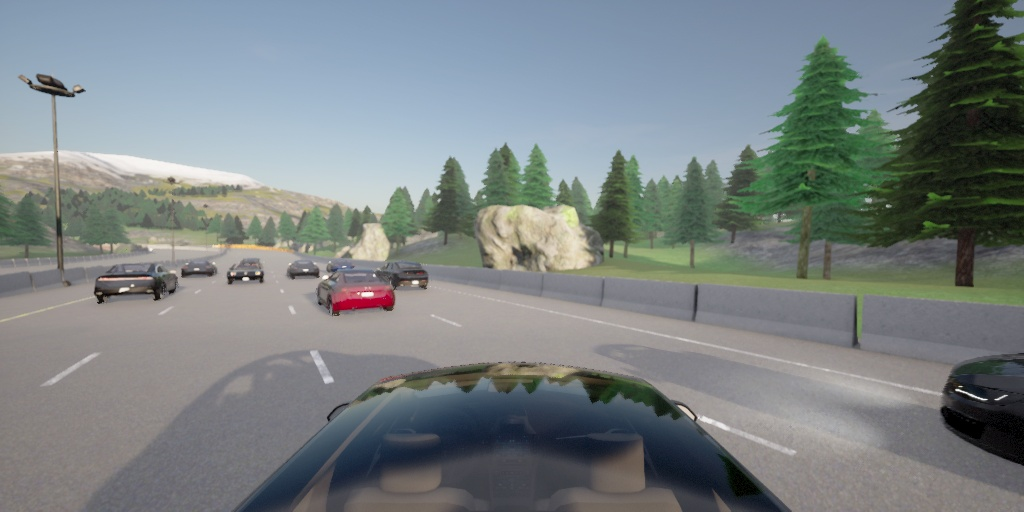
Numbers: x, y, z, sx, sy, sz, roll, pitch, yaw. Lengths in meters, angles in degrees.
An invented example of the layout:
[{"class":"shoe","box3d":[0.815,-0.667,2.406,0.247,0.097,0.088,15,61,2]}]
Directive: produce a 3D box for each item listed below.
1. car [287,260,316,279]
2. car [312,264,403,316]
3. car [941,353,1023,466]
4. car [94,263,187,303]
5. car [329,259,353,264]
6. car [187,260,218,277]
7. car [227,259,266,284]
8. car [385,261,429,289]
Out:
[{"class":"car","box3d":[-16.659,1.018,28.600,1.994,1.385,4.181,-1,1,-35]},{"class":"car","box3d":[-5.660,1.147,12.831,1.994,1.385,4.181,-1,1,-35]},{"class":"car","box3d":[6.177,1.260,1.978,1.837,1.490,4.892,-1,1,-35]},{"class":"car","box3d":[-16.113,1.066,15.582,2.128,1.511,4.902,-1,1,-35]},{"class":"car","box3d":[-16.441,0.964,34.404,1.994,1.385,4.181,-1,1,-35]},{"class":"car","box3d":[-26.512,1.036,30.491,1.994,1.385,4.181,-1,1,-35]},{"class":"car","box3d":[-17.535,1.103,23.739,1.895,1.301,4.718,-1,1,-35]},{"class":"car","box3d":[-6.133,1.011,19.626,1.837,1.490,4.892,-1,1,-35]}]
